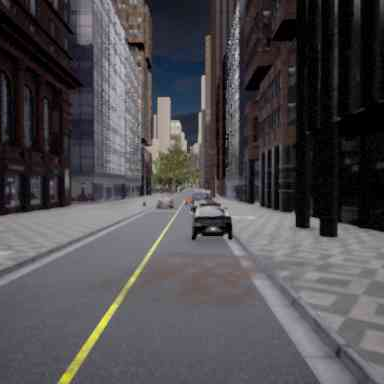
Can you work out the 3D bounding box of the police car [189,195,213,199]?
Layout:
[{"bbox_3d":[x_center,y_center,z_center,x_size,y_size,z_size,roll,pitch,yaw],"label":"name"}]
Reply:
[{"bbox_3d":[0.901,1.293,26.725,1.930,1.638,5.238,0,0,0],"label":"police car"}]

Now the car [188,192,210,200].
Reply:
[{"bbox_3d":[0.902,1.061,32.643,2.150,2.045,5.566,0,0,0],"label":"car"}]

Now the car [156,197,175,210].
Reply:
[{"bbox_3d":[-3.088,1.324,39.386,1.812,1.442,4.674,0,0,0],"label":"car"}]

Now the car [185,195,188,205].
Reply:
[{"bbox_3d":[0.005,1.075,52.212,2.097,1.767,4.553,0,0,0],"label":"car"}]

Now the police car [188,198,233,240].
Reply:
[{"bbox_3d":[0.902,1.345,16.724,1.930,1.638,5.238,0,0,0],"label":"police car"}]
